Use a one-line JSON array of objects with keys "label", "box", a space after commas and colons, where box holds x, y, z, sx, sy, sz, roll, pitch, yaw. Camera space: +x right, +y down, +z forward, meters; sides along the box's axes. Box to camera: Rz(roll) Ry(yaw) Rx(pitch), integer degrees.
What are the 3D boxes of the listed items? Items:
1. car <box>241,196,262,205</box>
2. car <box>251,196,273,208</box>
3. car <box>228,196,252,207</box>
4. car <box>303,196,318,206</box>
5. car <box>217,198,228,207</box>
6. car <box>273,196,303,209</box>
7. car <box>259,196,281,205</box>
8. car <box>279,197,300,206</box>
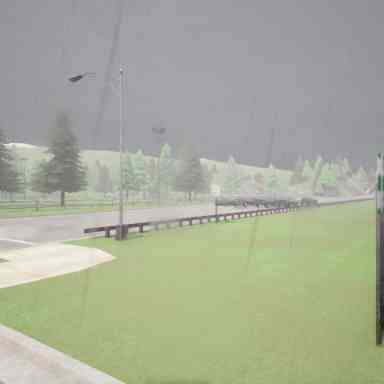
[{"label": "car", "box": [11.002, 1.478, 60.965, 1.882, 1.535, 5.008, 0, 0, 35]}, {"label": "car", "box": [10.903, 1.505, 48.524, 1.837, 1.490, 4.892, 0, 0, 35]}, {"label": "car", "box": [8.035, 1.491, 50.530, 2.128, 1.511, 4.902, 0, 0, 35]}, {"label": "car", "box": [19.129, 1.505, 54.266, 1.837, 1.490, 4.892, 0, 0, 35]}, {"label": "car", "box": [5.338, 1.564, 52.767, 1.994, 1.385, 4.181, 0, 0, 35]}, {"label": "car", "box": [13.265, 1.505, 45.806, 1.837, 1.490, 4.892, 0, 0, 35]}, {"label": "car", "box": [13.869, 1.491, 58.958, 2.128, 1.511, 4.902, 0, 0, 35]}, {"label": "car", "box": [16.754, 1.601, 56.976, 1.895, 1.301, 4.718, 0, 0, 35]}]
